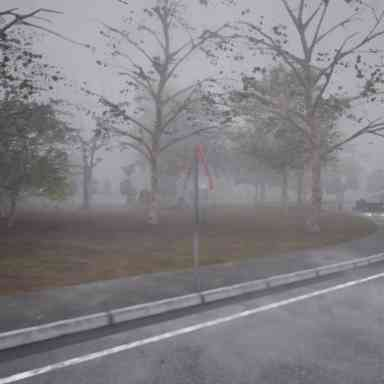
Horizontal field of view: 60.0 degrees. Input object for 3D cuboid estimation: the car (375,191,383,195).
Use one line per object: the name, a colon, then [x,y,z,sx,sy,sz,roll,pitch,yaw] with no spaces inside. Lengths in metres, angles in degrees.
car: [31.193,0.885,54.444,5.566,2.045,2.150,-1,0,-28]

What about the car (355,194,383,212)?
car: [20.395,1.402,38.246,1.882,1.535,5.008,-1,1,9]
